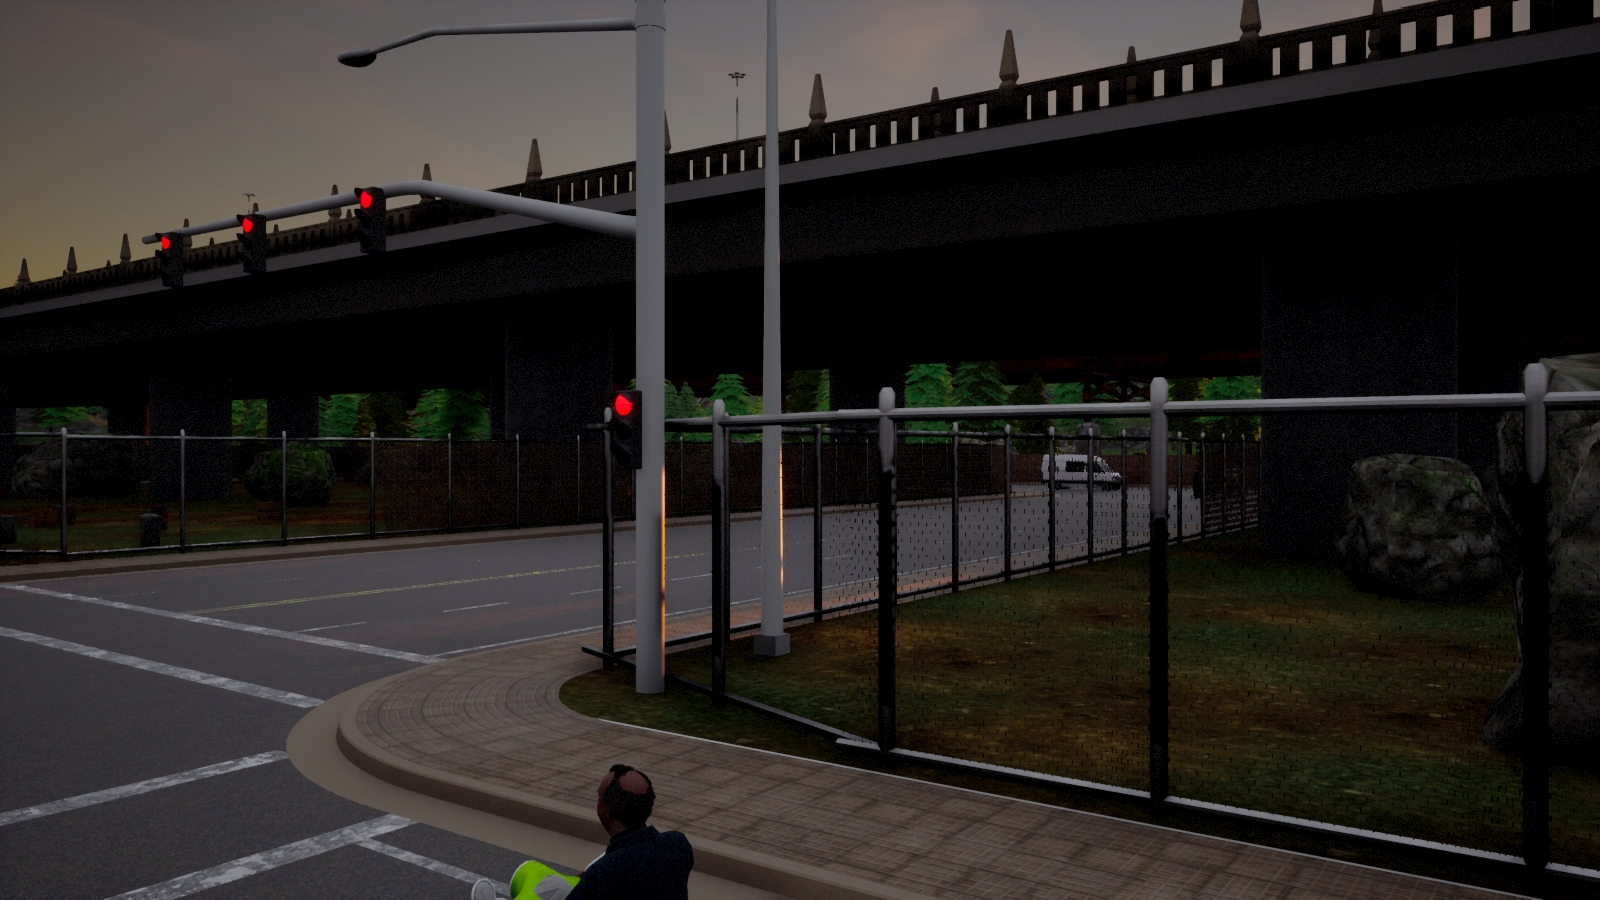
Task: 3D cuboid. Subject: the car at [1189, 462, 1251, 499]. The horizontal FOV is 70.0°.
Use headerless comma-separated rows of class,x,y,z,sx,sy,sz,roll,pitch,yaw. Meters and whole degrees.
car,24.837,1.777,67.434,2.150,2.045,5.566,0,0,34
